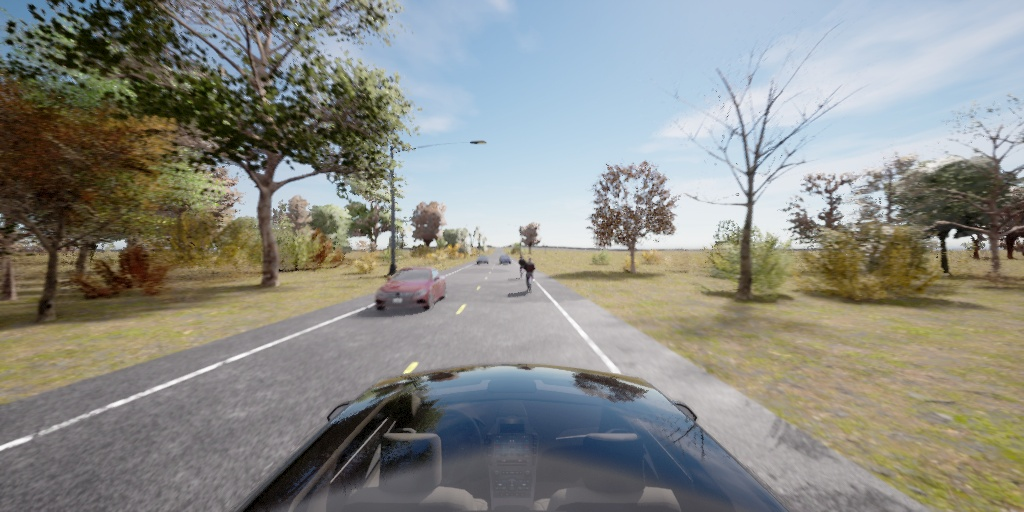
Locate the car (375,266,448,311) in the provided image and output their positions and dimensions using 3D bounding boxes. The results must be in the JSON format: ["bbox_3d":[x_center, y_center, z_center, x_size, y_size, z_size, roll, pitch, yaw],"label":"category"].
[{"bbox_3d":[-3.644,1.133,13.727,1.812,1.442,4.674,0,1,0],"label":"car"}]

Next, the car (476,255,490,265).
[{"bbox_3d":[-4.527,0.615,55.668,1.812,1.442,4.674,0,1,-1],"label":"car"}]

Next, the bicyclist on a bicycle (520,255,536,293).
[{"bbox_3d":[0.876,0.922,17.783,0.659,1.776,1.843,0,1,-1],"label":"bicyclist on a bicycle"}]

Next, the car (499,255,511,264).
[{"bbox_3d":[-1.064,0.584,59.430,2.033,1.411,5.357,0,1,-1],"label":"car"}]

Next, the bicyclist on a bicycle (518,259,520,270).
[{"bbox_3d":[0.748,0.811,26.798,0.659,1.776,1.843,0,1,-1],"label":"bicyclist on a bicycle"}]
